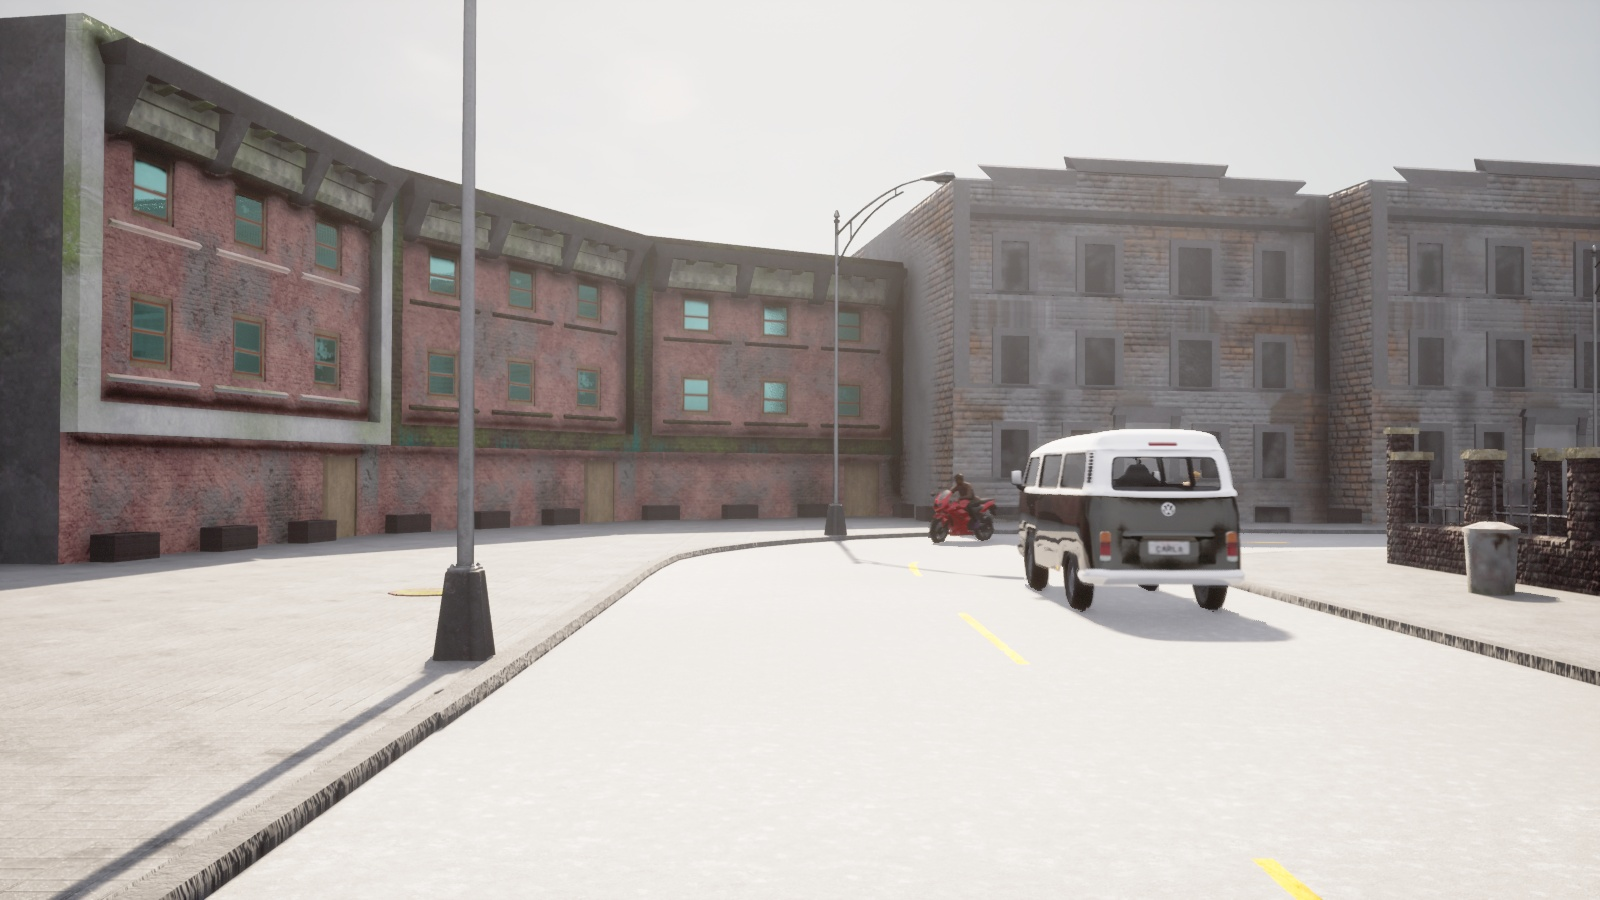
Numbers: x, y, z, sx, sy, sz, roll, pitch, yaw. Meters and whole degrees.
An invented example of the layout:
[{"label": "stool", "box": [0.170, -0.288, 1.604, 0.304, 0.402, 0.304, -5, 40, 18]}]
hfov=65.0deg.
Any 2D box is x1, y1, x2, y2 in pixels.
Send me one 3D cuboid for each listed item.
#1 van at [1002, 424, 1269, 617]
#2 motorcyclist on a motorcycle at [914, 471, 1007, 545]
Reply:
[{"label": "van", "box": [3.907, 0.782, 15.517, 2.069, 2.038, 4.480, 0, -1, 0]}, {"label": "motorcyclist on a motorcycle", "box": [3.511, 1.244, 27.438, 2.044, 1.523, 0.797, 1, 1, -39]}]
